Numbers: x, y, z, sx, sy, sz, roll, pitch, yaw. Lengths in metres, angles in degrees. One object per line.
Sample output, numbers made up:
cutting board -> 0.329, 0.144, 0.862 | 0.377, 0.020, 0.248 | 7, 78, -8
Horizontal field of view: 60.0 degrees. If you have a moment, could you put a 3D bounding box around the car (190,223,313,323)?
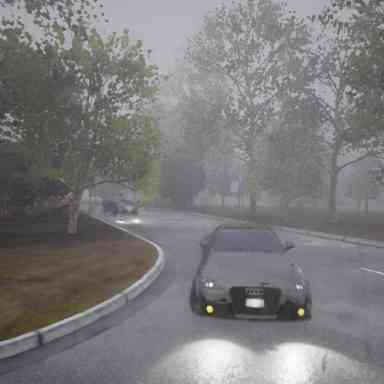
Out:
car -> 1.152, 1.418, 7.165 | 1.994, 1.385, 4.181 | 0, 4, 5

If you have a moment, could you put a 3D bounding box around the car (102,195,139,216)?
car -> -5.560, 0.986, 25.575 | 2.128, 1.511, 4.902 | 1, 0, -29
